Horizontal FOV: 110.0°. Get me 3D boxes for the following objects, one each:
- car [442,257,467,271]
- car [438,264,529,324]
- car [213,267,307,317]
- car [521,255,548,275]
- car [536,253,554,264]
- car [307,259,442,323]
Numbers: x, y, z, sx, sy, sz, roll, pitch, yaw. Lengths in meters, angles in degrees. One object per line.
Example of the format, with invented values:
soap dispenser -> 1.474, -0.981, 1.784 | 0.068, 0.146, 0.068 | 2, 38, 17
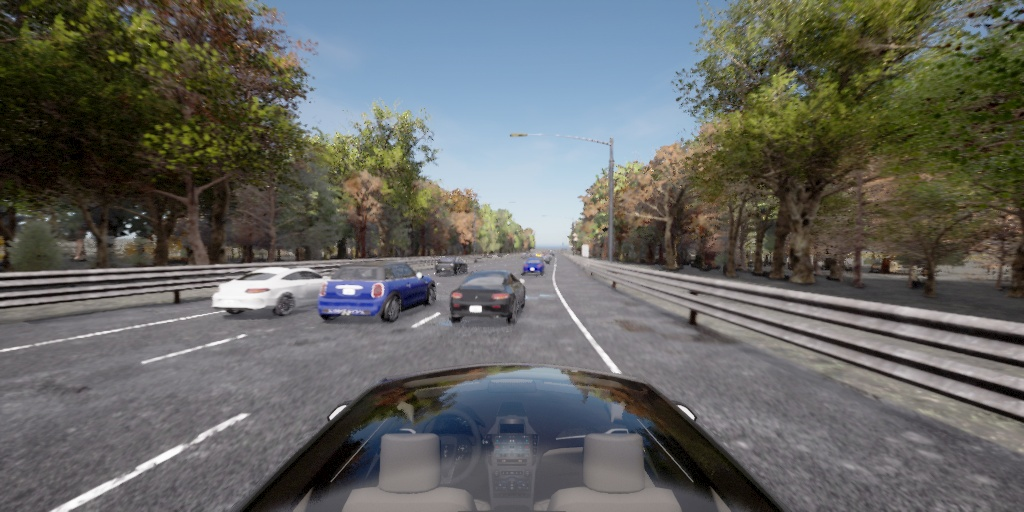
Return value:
car -> -5.206, 0.842, 31.179 | 2.128, 1.511, 4.902 | 1, 1, 7
car -> -0.632, 1.155, 11.387 | 1.812, 1.442, 4.674 | 0, 1, 7
car -> -7.577, 1.093, 12.256 | 1.812, 1.442, 4.674 | 1, 1, 7
car -> 1.986, 0.916, 32.291 | 1.812, 1.442, 4.674 | 1, 1, 7
car -> 5.464, 0.604, 60.070 | 2.033, 1.411, 5.357 | 1, 1, 7
car -> -4.113, 0.955, 11.733 | 2.097, 1.767, 4.553 | 0, 1, 7
